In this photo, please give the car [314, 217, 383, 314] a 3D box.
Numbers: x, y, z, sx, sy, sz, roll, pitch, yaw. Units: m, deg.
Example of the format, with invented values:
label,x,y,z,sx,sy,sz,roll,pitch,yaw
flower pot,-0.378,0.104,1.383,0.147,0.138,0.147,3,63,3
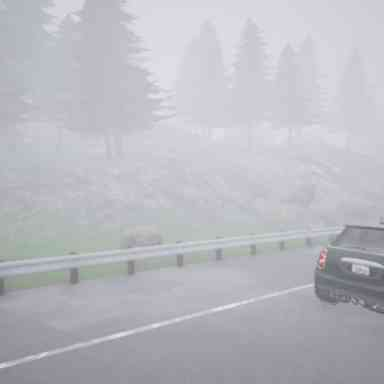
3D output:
label,x,y,z,sx,sy,sz,roll,pitch,yaw
car,4.624,1.334,6.854,4.553,1.767,2.097,0,0,-34
